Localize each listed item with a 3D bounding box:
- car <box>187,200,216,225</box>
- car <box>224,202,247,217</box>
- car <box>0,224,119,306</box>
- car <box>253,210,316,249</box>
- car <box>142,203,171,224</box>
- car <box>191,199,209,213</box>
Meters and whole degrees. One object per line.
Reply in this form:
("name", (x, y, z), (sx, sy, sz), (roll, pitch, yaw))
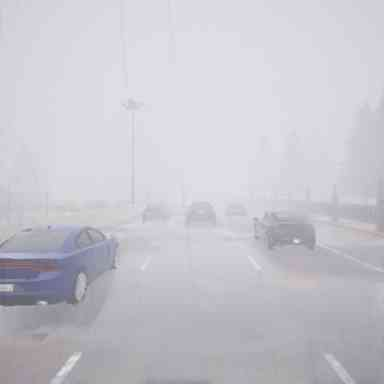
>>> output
("car", (0.693, 1.494, 25.692), (2.097, 1.767, 4.553), (0, 0, 1))
("car", (4.364, 1.739, 33.584), (1.994, 1.385, 4.181), (0, 0, 1))
("car", (-3.185, 1.535, 8.275), (1.882, 1.535, 5.008), (0, 0, 1))
("car", (3.959, 1.576, 14.818), (1.837, 1.490, 4.892), (0, 0, 1))
("car", (-2.785, 1.651, 26.719), (2.128, 1.511, 4.902), (0, 0, 1))
("car", (0.929, 1.722, 41.240), (2.128, 1.511, 4.902), (0, 0, 0))
